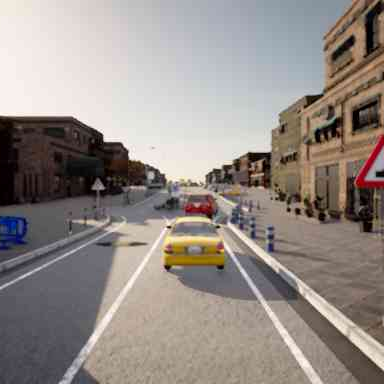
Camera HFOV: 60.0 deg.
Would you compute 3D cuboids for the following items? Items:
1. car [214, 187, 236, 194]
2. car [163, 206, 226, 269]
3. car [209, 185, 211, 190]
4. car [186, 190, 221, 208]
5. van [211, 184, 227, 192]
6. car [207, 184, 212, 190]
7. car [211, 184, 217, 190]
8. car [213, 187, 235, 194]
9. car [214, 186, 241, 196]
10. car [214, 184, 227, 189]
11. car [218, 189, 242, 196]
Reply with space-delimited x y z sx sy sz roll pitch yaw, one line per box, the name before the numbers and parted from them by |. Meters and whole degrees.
car | 7.723 -0.323 77.657 5.008 1.535 2.097 0 2 -1
car | 0.052 1.481 11.214 1.801 1.575 5.366 0 0 0
car | 7.590 -0.632 85.919 4.892 1.521 2.231 0 2 -1
car | 0.902 1.104 28.296 2.150 2.045 5.566 0 1 11
van | 7.566 -1.132 94.054 4.442 1.987 1.878 0 2 -1
car | 7.499 -0.822 91.426 5.008 1.535 2.097 0 2 -1
car | 7.792 -0.463 74.894 5.566 2.045 2.435 0 2 -1
car | 7.669 -0.430 80.410 5.008 1.535 2.097 0 2 -1
car | 7.712 0.138 66.640 5.366 1.575 1.946 0 3 -1
car | 7.776 -0.224 72.145 4.553 1.767 2.185 0 2 -1
car | 7.856 0.060 69.400 4.674 1.452 2.002 0 2 -1
